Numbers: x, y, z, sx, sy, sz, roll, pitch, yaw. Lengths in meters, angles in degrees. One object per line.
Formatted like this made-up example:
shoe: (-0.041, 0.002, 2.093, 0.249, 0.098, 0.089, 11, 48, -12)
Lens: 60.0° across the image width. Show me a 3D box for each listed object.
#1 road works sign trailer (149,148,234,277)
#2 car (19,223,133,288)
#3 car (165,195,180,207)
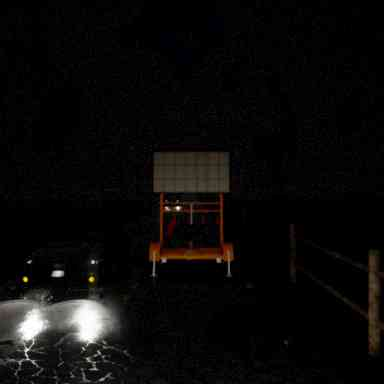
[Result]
road works sign trailer: (-0.015, 0.457, 10.222, 2.380, 3.560, 2.880, 0, 0, 0)
car: (-2.865, 1.557, 9.099, 1.994, 1.385, 4.181, 0, 0, 0)
car: (-2.922, 1.335, 51.016, 2.097, 1.767, 4.553, 0, 0, 0)
